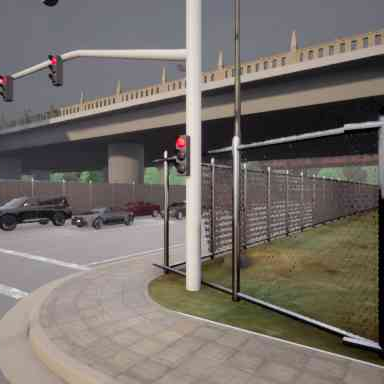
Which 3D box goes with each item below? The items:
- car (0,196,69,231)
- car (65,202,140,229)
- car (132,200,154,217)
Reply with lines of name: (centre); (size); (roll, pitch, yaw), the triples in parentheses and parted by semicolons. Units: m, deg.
car: (-10.587, 1.277, 21.633); (2.150, 2.045, 5.566); (0, 0, 36)
car: (-5.867, 1.619, 22.230); (1.994, 1.385, 4.181); (0, 0, 35)
car: (-4.912, 1.533, 29.636); (1.882, 1.535, 5.008); (0, 0, 35)
